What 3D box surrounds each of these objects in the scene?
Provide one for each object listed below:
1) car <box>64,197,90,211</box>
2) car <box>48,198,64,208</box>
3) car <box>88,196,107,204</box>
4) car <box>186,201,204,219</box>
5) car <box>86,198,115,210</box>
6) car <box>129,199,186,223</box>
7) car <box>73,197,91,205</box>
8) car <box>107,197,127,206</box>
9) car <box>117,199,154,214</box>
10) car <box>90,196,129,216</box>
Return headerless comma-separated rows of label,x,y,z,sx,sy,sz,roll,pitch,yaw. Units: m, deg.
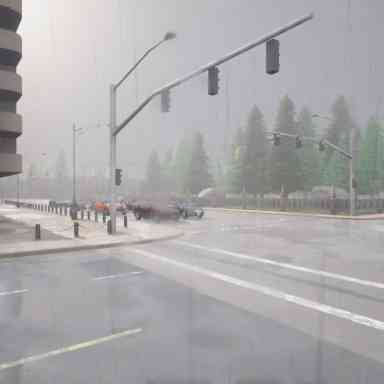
car,-13.770,1.547,41.287,2.128,1.511,4.902,0,0,-36
car,-20.040,1.603,49.838,2.033,1.411,5.357,0,0,-36
car,-18.755,1.547,66.031,2.128,1.511,4.902,0,0,-36
car,-0.891,1.547,29.735,2.128,1.511,4.902,0,0,-36
car,-12.572,1.603,45.560,2.033,1.411,5.357,0,0,-36
car,-2.876,1.533,26.530,1.882,1.535,5.008,0,0,-36
car,-20.823,1.656,62.939,1.895,1.301,4.718,0,0,-36
car,-13.245,1.581,58.590,1.812,1.442,4.674,0,0,-36
car,-6.407,1.547,37.203,2.128,1.511,4.902,0,0,-36
car,-8.343,1.407,33.925,2.097,1.767,4.553,0,0,-36
